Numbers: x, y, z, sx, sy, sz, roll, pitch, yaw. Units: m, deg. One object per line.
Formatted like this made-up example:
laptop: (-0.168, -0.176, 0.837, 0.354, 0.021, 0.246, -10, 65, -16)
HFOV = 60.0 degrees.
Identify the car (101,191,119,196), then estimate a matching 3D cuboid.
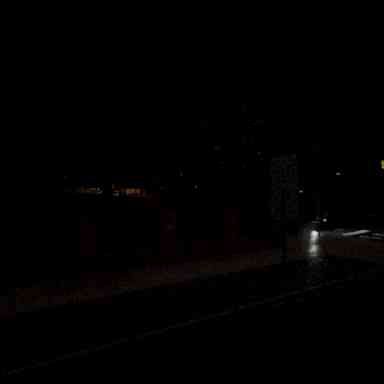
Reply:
car: (-11.446, 0.538, 50.283, 2.033, 1.411, 5.357, -2, 2, -35)

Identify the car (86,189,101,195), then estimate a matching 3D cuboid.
car: (-17.477, 0.285, 59.000, 2.128, 1.511, 4.902, -2, 2, -34)

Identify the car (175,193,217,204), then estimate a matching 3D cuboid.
car: (0.292, 0.904, 28.056, 2.097, 1.767, 4.553, -2, 2, -35)

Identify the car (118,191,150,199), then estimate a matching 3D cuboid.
car: (-6.228, 0.848, 37.544, 1.812, 1.442, 4.674, -2, 2, -35)

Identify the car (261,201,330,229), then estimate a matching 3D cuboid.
car: (5.826, 1.254, 20.109, 1.837, 1.490, 4.892, -2, 2, -36)
